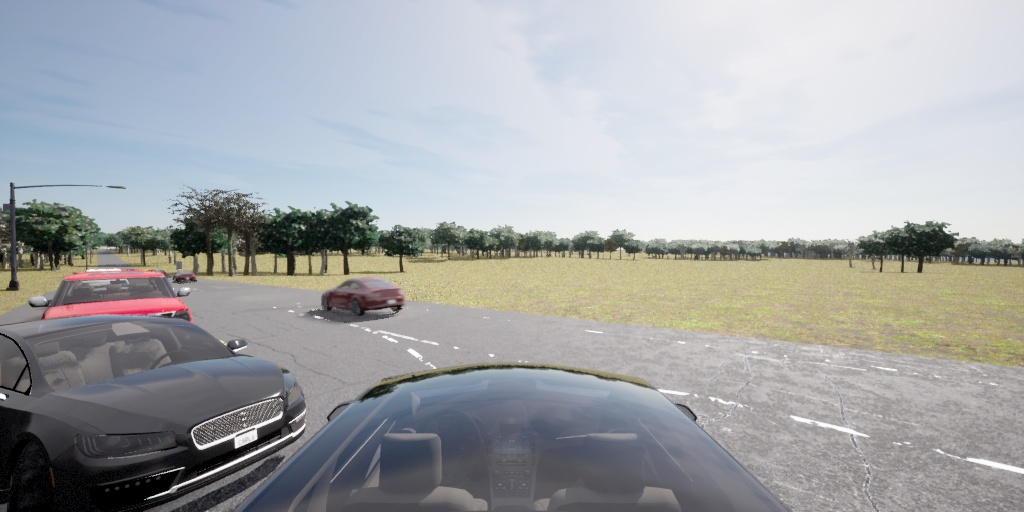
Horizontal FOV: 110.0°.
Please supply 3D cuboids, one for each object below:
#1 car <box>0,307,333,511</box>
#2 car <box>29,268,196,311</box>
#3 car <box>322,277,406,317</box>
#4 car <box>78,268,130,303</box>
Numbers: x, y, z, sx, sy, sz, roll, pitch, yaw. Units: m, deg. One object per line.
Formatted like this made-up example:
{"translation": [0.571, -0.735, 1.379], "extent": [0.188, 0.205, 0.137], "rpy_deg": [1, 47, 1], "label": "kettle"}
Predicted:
{"translation": [-4.564, 1.445, 3.981], "extent": [4.892, 1.490, 1.837], "rpy_deg": [-3, -3, 21], "label": "car"}
{"translation": [-9.480, 1.386, 8.621], "extent": [5.566, 2.045, 2.150], "rpy_deg": [-2, 0, 41], "label": "car"}
{"translation": [-6.315, 1.632, 15.146], "extent": [4.674, 1.442, 1.812], "rpy_deg": [-2, 0, 41], "label": "car"}
{"translation": [-28.082, 1.890, 24.687], "extent": [5.566, 2.045, 2.150], "rpy_deg": [-2, 0, 41], "label": "car"}
